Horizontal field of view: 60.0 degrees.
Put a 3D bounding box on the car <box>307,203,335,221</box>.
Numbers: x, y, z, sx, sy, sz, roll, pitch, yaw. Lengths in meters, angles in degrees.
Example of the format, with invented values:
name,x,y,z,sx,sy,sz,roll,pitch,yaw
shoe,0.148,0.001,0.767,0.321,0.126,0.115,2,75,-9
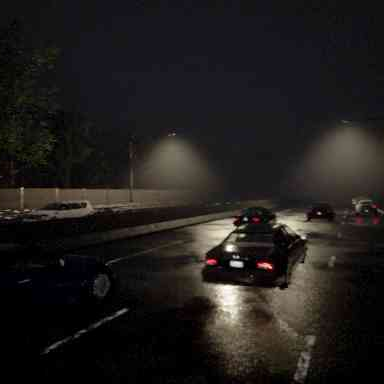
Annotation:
name,x,y,z,sx,sy,sz,roll,pitch,yaw
car,10.650,1.614,27.395,1.994,1.385,4.181,-2,-1,26

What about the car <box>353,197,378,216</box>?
name,x,y,z,sx,sy,sz,roll,pitch,yaw
car,16.792,1.485,32.146,1.812,1.442,4.674,-2,-1,26

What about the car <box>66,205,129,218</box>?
name,x,y,z,sx,sy,sz,roll,pitch,yaw
car,-6.461,1.908,24.544,2.128,1.511,4.902,-2,-1,26

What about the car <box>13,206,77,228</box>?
name,x,y,z,sx,sy,sz,roll,pitch,yaw
car,-12.368,2.073,28.410,1.882,1.535,5.008,-2,-1,26

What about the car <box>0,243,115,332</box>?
name,x,y,z,sx,sy,sz,roll,pitch,yaw
car,-3.428,1.672,6.124,1.812,1.442,4.674,-2,-1,26

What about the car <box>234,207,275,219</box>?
name,x,y,z,sx,sy,sz,roll,pitch,yaw
car,4.305,1.689,22.255,2.033,1.411,5.357,-2,-1,26

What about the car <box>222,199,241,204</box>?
name,x,y,z,sx,sy,sz,roll,pitch,yaw
car,7.947,2.063,62.527,2.033,1.411,5.357,-2,-1,26

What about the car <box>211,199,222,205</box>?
name,x,y,z,sx,sy,sz,roll,pitch,yaw
car,5.326,2.132,65.130,1.812,1.442,4.674,-2,-1,26

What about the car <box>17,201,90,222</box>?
name,x,y,z,sx,sy,sz,roll,pitch,yaw
car,-9.953,1.728,25.365,2.150,2.045,5.566,-2,-1,26

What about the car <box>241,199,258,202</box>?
name,x,y,z,sx,sy,sz,roll,pitch,yaw
car,11.035,1.952,60.928,1.812,1.442,4.674,-2,-1,26

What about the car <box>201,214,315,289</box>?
name,x,y,z,sx,sy,sz,roll,pitch,yaw
car,2.046,1.603,9.451,2.033,1.411,5.357,-2,-1,26

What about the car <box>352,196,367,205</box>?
name,x,y,z,sx,sy,sz,roll,pitch,yaw
car,21.086,1.316,41.313,2.097,1.767,4.553,-2,-1,26
